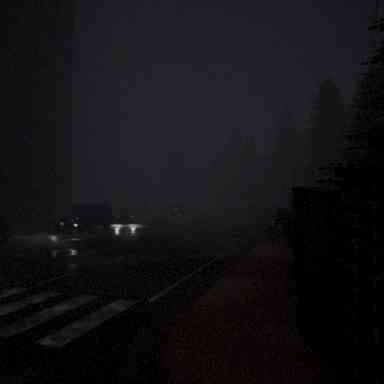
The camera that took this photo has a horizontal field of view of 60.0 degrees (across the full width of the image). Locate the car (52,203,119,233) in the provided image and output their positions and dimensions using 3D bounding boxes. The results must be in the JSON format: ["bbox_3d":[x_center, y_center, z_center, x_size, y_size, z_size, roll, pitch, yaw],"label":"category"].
[{"bbox_3d":[-8.125,1.893,25.397,2.150,2.045,5.566,0,-2,16],"label":"car"}]

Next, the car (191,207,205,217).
[{"bbox_3d":[0.225,2.905,49.438,2.128,1.511,4.902,1,-2,-24],"label":"car"}]

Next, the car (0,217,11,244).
[{"bbox_3d":[-11.182,1.733,15.949,2.097,1.767,4.553,0,-2,18],"label":"car"}]

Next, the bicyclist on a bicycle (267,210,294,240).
[{"bbox_3d":[5.036,1.840,18.592,1.656,1.620,0.582,-1,-2,18],"label":"bicyclist on a bicycle"}]

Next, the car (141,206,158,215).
[{"bbox_3d":[-8.198,3.138,56.413,4.181,1.385,1.994,-1,-2,44],"label":"car"}]

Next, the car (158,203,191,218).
[{"bbox_3d":[-2.536,2.564,47.489,2.150,2.045,5.566,1,-2,-24],"label":"car"}]

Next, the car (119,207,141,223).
[{"bbox_3d":[-6.879,2.445,35.340,1.882,1.535,5.008,0,-2,-5],"label":"car"}]

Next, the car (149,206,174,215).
[{"bbox_3d":[-5.437,3.143,58.121,1.837,1.490,4.892,2,-2,-40],"label":"car"}]
